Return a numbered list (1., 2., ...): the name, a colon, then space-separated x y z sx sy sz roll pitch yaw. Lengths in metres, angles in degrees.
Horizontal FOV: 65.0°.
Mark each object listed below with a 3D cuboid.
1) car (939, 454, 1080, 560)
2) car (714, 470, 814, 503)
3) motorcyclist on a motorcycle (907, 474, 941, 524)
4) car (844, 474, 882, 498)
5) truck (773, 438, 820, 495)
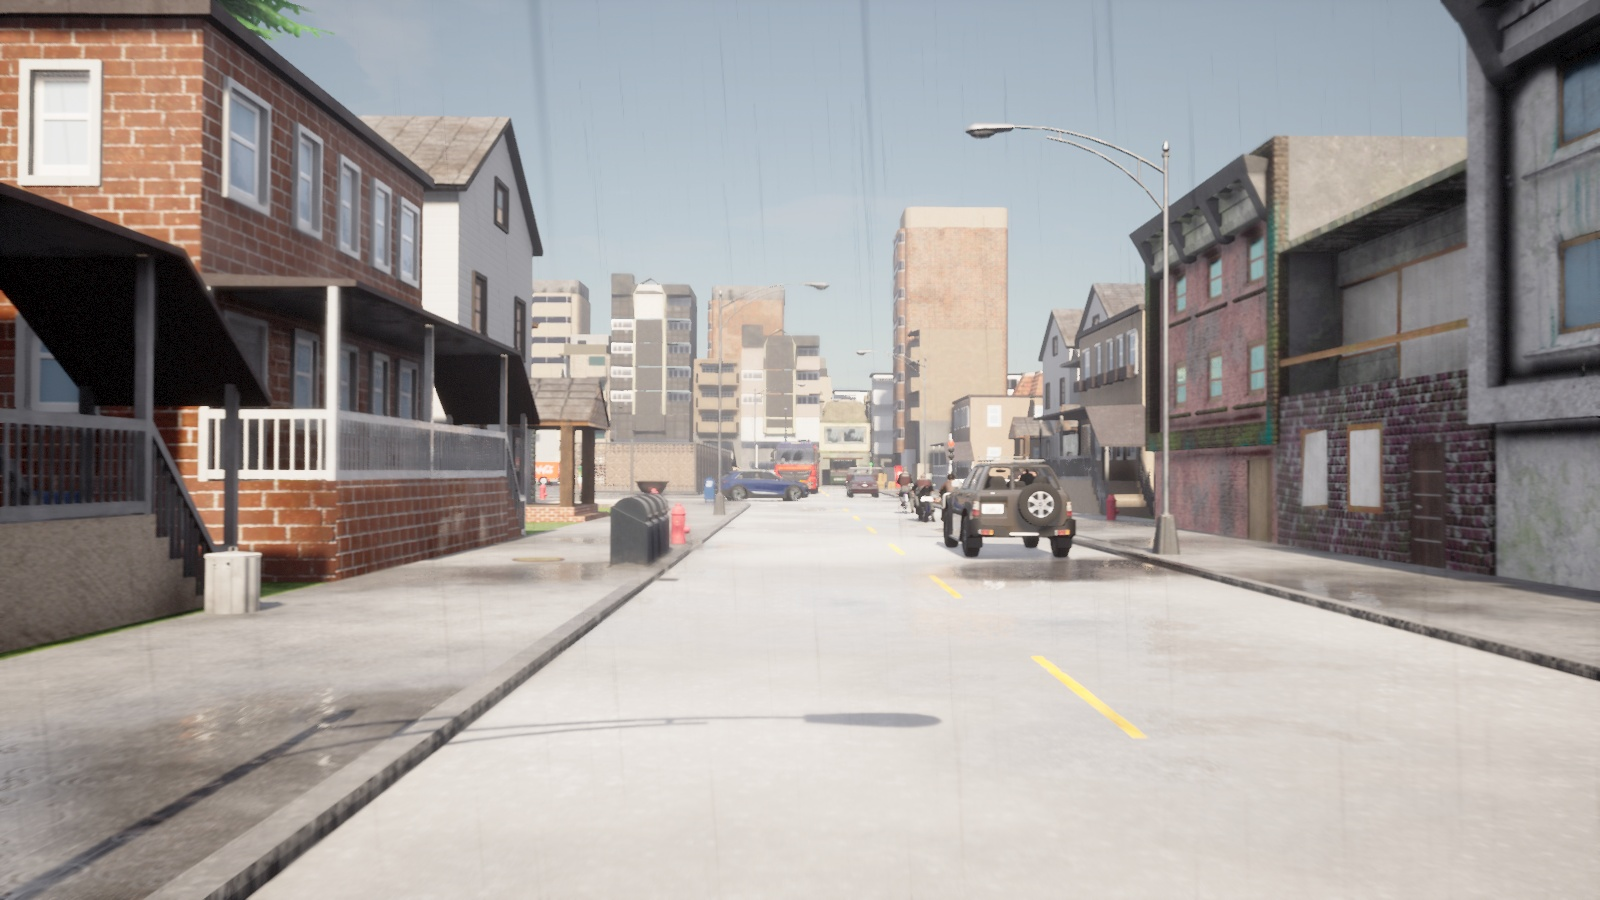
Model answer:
1. car: 3.937 1.036 24.366 1.932 1.855 4.605 0 -1 0
2. car: -1.890 1.874 65.045 4.856 1.649 2.033 0 -1 -13
3. motorcyclist on a motorcycle: 3.897 1.518 39.638 0.866 1.530 2.191 0 -1 0
4. car: 3.853 2.183 77.497 2.033 1.411 5.357 0 -1 -1
5. truck: -0.156 1.190 89.242 2.891 3.827 8.468 0 -1 3
